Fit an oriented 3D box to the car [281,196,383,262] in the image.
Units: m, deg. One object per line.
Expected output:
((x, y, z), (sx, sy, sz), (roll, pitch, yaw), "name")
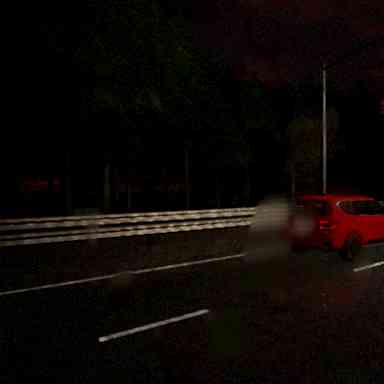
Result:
((5.642, 1.152, 12.123), (5.566, 2.045, 2.150), (0, 0, -36), "car")
